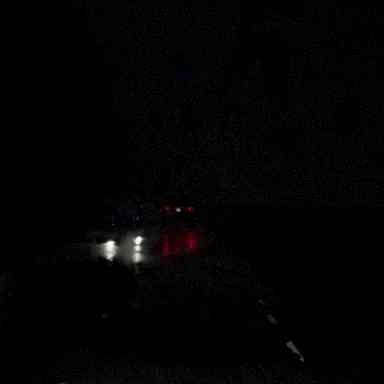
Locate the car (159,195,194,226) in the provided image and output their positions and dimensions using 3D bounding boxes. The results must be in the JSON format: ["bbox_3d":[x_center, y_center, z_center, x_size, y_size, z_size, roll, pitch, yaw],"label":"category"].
[{"bbox_3d":[-1.110,1.220,23.625,2.150,2.045,5.566,0,0,-5],"label":"car"}]

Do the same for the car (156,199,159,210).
[{"bbox_3d":[-3.550,1.478,42.227,1.882,1.535,5.008,0,0,-9],"label":"car"}]

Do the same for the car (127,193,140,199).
[{"bbox_3d":[-11.144,1.280,63.387,2.150,2.045,5.566,0,0,-14],"label":"car"}]

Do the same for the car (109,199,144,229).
[{"bbox_3d":[-4.146,1.477,21.599,1.882,1.535,5.008,0,0,-5],"label":"car"}]
